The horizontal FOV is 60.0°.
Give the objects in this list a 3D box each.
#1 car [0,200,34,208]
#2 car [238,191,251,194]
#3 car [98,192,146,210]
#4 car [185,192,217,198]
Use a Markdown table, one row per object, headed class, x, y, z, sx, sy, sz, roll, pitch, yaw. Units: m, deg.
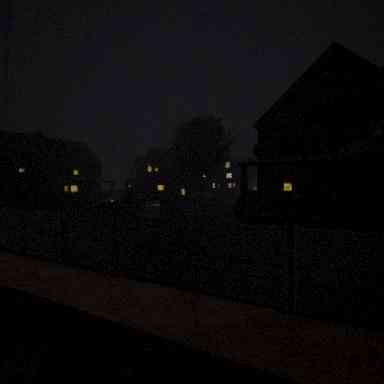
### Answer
| class | x | y | z | sx | sy | sz | roll | pitch | yaw |
| --- | --- | --- | --- | --- | --- | --- | --- | --- | --- |
| car | -12.028 | 1.241 | 21.413 | 1.994 | 1.385 | 4.181 | 1 | 2 | 36 |
| car | 7.452 | 0.530 | 43.899 | 1.837 | 1.490 | 4.892 | 1 | 2 | 35 |
| car | -6.254 | 0.793 | 29.613 | 2.097 | 1.767 | 4.553 | 1 | 2 | 35 |
| car | 1.104 | 0.689 | 40.019 | 2.033 | 1.411 | 5.357 | 1 | 2 | 35 |
